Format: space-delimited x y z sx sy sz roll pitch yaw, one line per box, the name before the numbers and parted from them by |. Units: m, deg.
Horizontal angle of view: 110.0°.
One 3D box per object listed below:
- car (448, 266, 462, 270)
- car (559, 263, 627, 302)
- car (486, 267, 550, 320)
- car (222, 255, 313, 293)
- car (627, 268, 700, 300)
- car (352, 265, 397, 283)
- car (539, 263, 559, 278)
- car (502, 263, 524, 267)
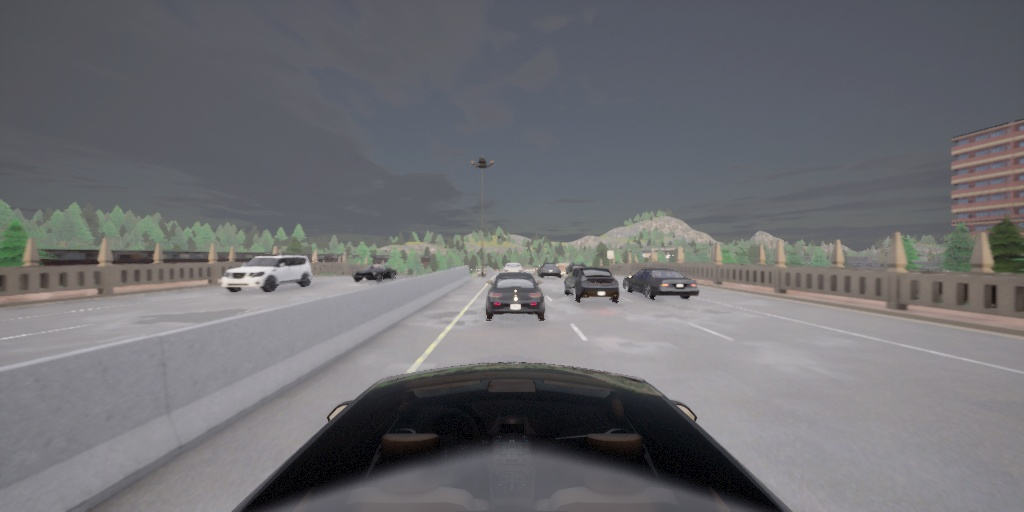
car | -7.082 1.946 46.609 1.994 1.385 4.181 0 -4 0
car | 3.597 1.256 16.849 1.837 1.490 4.892 0 0 0
car | 0.099 1.276 12.474 1.812 1.442 4.674 0 0 0
car | -14.103 0.971 21.160 2.150 2.045 5.566 0 0 0
car | 7.098 1.299 17.682 2.033 1.411 5.357 0 0 0
car | -10.602 1.349 27.943 1.895 1.301 4.718 0 0 0
car | 3.595 1.390 35.179 1.994 1.385 4.181 0 -1 0
car | 0.095 1.282 30.187 1.812 1.442 4.674 0 0 0
